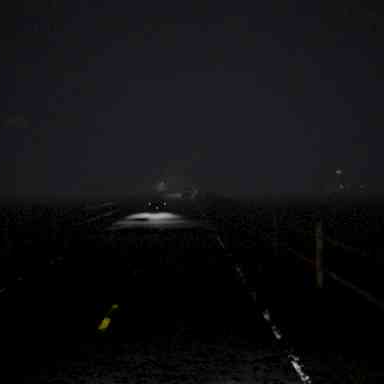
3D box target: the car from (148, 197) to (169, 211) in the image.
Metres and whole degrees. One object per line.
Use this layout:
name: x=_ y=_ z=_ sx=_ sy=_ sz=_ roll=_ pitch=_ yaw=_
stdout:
car: x=-3.302 y=1.153 z=33.236 sx=1.895 sy=1.301 sz=4.718 roll=-1 pitch=1 yaw=-1

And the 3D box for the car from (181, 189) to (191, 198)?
car: x=-1.172 y=0.533 z=69.181 sx=1.994 sy=1.385 sz=4.181 roll=-1 pitch=1 yaw=-1

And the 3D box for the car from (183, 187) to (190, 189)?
car: x=-1.350 y=-0.112 z=79.205 sx=2.150 sy=2.045 sz=5.566 roll=-1 pitch=1 yaw=-1
